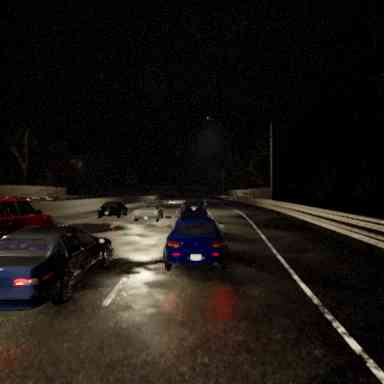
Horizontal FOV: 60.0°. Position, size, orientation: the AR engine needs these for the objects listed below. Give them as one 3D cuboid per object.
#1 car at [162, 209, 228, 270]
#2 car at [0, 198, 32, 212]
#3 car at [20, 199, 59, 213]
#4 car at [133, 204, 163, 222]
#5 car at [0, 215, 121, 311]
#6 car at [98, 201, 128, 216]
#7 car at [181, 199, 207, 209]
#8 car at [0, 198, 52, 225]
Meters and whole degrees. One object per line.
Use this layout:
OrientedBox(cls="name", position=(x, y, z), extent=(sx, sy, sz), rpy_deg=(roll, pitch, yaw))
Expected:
OrientedBox(cls="car", position=(0.112, 1.521, 10.960), extent=(1.812, 1.442, 4.674), rpy_deg=(0, 0, 0))
OrientedBox(cls="car", position=(-21.004, 1.489, 39.011), extent=(2.128, 1.511, 4.902), rpy_deg=(0, 0, 0))
OrientedBox(cls="car", position=(-17.510, 1.546, 38.450), extent=(2.033, 1.411, 5.357), rpy_deg=(0, 0, 0))
OrientedBox(cls="car", position=(-3.352, 1.596, 26.415), extent=(1.895, 1.301, 4.718), rpy_deg=(0, 0, 0))
OrientedBox(cls="car", position=(-3.398, 1.544, 8.021), extent=(2.033, 1.411, 5.357), rpy_deg=(0, 0, 0))
OrientedBox(cls="car", position=(-6.844, 1.521, 28.999), extent=(1.812, 1.442, 4.674), rpy_deg=(0, 0, 0))
OrientedBox(cls="car", position=(0.151, 1.347, 27.738), extent=(2.097, 1.767, 4.553), rpy_deg=(0, 0, 0))
OrientedBox(cls="car", position=(-6.882, 1.217, 11.781), extent=(2.150, 2.045, 5.566), rpy_deg=(0, 0, 0))
